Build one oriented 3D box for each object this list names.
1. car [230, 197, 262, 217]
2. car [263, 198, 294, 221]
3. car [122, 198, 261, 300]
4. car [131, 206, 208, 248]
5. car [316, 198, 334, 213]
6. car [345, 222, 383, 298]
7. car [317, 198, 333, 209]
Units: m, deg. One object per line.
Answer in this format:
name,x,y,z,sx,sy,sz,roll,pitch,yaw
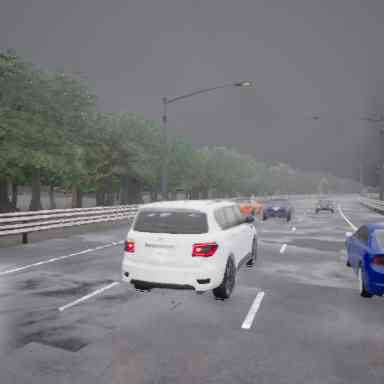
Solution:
car,5.300,1.362,32.111,2.097,1.767,4.553,0,0,22
car,7.206,1.357,27.379,2.097,1.767,4.553,0,0,21
car,0.303,1.225,8.782,2.150,2.045,5.566,0,0,19
car,-0.843,1.509,15.936,1.837,1.490,4.892,0,0,20
car,14.746,1.559,36.913,2.033,1.411,5.357,0,0,22
car,4.981,1.479,8.195,1.882,1.535,5.008,0,0,20
car,18.657,1.546,46.506,1.812,1.442,4.674,0,0,24
